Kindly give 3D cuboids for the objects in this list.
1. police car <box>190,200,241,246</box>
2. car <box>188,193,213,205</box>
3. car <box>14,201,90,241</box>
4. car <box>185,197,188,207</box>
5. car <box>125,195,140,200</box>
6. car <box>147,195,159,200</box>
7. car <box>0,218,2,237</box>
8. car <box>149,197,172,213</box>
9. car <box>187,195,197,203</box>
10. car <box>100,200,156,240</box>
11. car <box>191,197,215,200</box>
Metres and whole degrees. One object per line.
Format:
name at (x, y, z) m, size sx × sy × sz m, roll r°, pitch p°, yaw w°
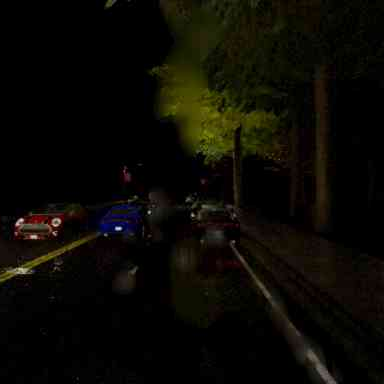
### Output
police car at (0.976, 1.359, 14.973) m, size 1.930 × 1.638 × 5.238 m, roll 0°, pitch 0°, yaw 0°
car at (0.979, 1.106, 30.893) m, size 2.150 × 2.045 × 5.566 m, roll 0°, pitch 0°, yaw 0°
car at (-6.597, 1.282, 16.121) m, size 2.097 × 1.767 × 4.553 m, roll 0°, pitch 0°, yaw 0°
car at (0.008, 1.393, 48.442) m, size 1.994 × 1.385 × 4.181 m, roll 0°, pitch 0°, yaw 0°
car at (-9.807, 1.305, 54.746) m, size 2.128 × 1.511 × 4.902 m, roll 0°, pitch 0°, yaw 0°
car at (-6.552, 1.300, 56.929) m, size 2.128 × 1.511 × 4.902 m, roll 0°, pitch 0°, yaw 1°
car at (-9.848, 1.292, 13.518) m, size 2.097 × 1.767 × 4.553 m, roll 0°, pitch 0°, yaw 0°
car at (-3.146, 1.469, 35.195) m, size 1.895 × 1.301 × 4.718 m, roll 0°, pitch 0°, yaw 0°
car at (0.007, 1.331, 67.144) m, size 2.033 × 1.411 × 5.357 m, roll 0°, pitch 0°, yaw 0°
car at (-3.148, 1.405, 16.714) m, size 1.882 × 1.535 × 5.008 m, roll 0°, pitch 0°, yaw 0°
car at (0.977, 1.405, 24.864) m, size 1.837 × 1.490 × 4.892 m, roll 0°, pitch 0°, yaw 0°
